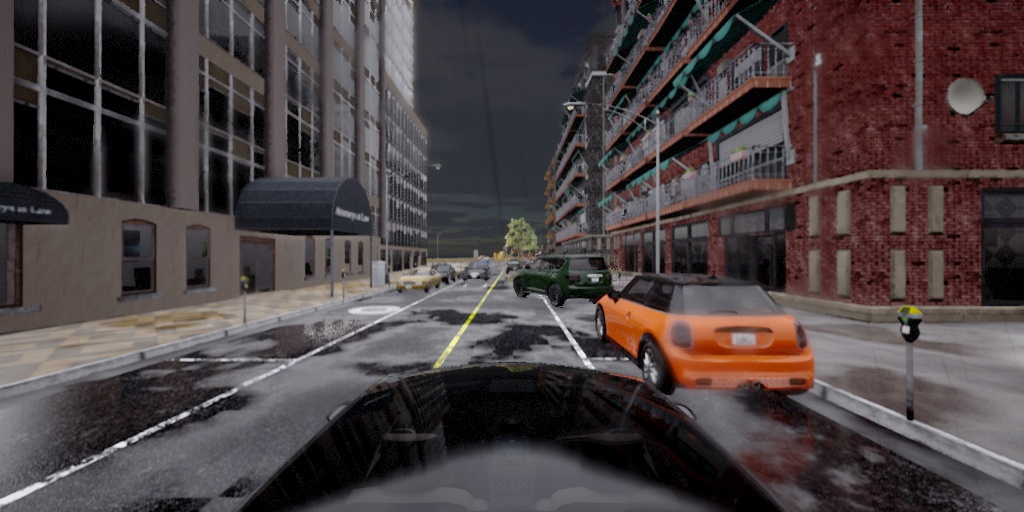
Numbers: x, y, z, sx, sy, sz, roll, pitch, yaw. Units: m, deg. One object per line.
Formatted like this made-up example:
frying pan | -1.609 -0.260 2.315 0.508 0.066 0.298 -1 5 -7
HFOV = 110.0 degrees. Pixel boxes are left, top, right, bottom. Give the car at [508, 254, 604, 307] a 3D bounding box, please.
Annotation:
car | 1.998 0.949 15.595 2.150 2.045 5.566 0 1 -23

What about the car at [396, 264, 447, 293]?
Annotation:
car | -5.202 1.241 20.490 1.751 1.417 4.829 0 0 0

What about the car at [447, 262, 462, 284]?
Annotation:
car | -5.167 1.271 26.193 1.948 1.339 4.313 0 0 0

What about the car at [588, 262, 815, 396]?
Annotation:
car | 3.016 1.093 6.760 2.097 1.767 4.553 0 0 0

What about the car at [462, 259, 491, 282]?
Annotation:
car | -2.688 1.193 28.128 2.128 1.511 4.902 0 0 0

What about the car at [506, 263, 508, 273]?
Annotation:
car | 0.335 1.203 41.129 1.812 1.442 4.674 0 0 0

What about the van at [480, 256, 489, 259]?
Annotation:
van | -4.959 0.973 64.922 1.690 1.789 3.998 0 0 0
